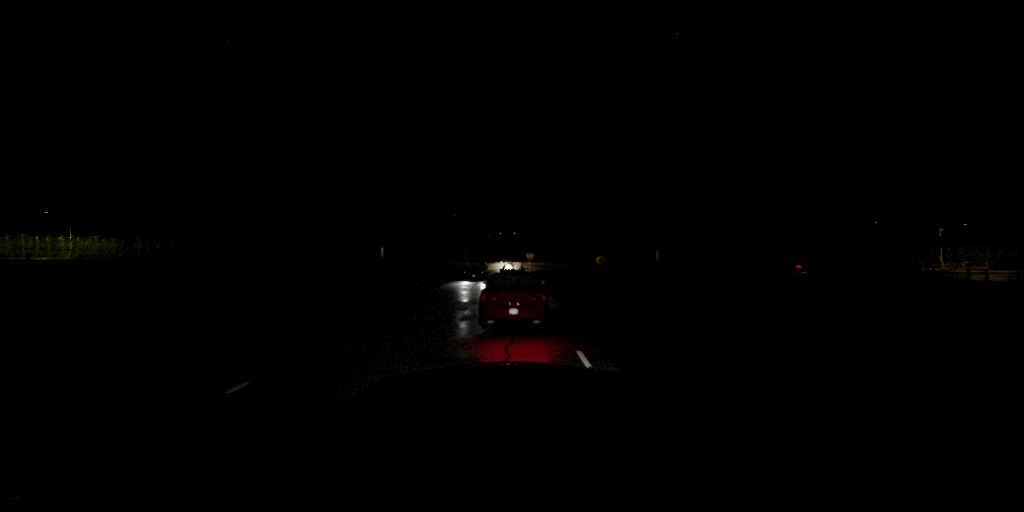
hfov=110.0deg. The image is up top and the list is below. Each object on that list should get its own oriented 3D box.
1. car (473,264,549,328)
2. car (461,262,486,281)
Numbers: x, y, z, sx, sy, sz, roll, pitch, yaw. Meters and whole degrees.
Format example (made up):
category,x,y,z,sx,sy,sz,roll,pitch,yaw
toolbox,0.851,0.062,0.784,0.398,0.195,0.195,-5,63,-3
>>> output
category,x,y,z,sx,sy,sz,roll,pitch,yaw
car,0.059,1.192,11.304,1.882,1.535,5.008,0,0,0
car,-2.818,1.189,28.898,1.812,1.442,4.674,0,0,0
